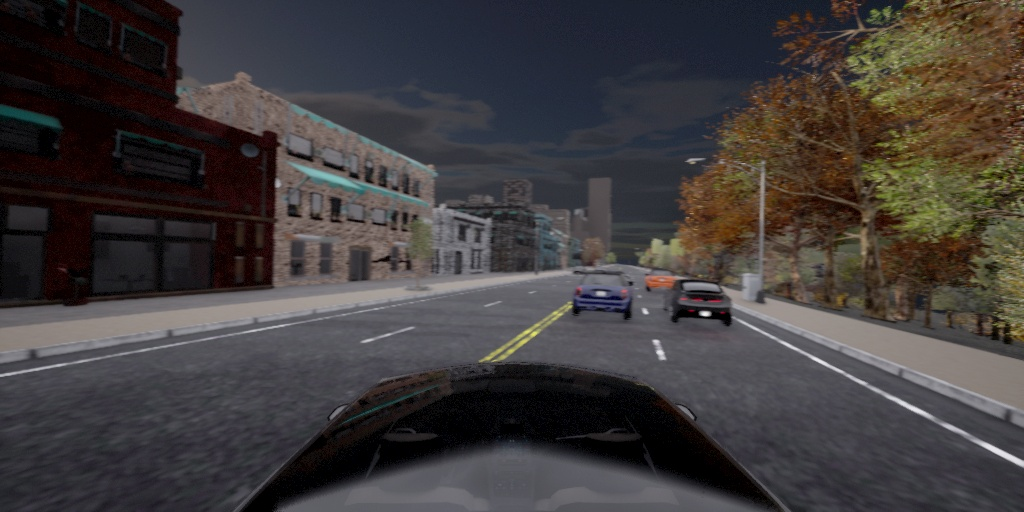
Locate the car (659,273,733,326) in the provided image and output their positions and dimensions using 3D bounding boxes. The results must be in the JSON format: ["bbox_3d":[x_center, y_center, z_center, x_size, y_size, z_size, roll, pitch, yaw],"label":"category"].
[{"bbox_3d":[6.916,1.623,13.701,1.837,1.490,4.892,1,0,18],"label":"car"}]

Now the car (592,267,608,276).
[{"bbox_3d":[14.239,2.479,57.932,2.033,1.411,5.357,1,-1,19],"label":"car"}]

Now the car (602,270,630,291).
[{"bbox_3d":[8.528,1.940,29.288,1.994,1.385,4.181,1,-1,18],"label":"car"}]

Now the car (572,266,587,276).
[{"bbox_3d":[11.140,2.357,58.926,1.837,1.490,4.892,1,-1,18],"label":"car"}]

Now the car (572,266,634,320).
[{"bbox_3d":[3.793,1.388,14.595,2.097,1.767,4.553,1,-1,18],"label":"car"}]

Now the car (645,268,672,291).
[{"bbox_3d":[11.482,1.795,27.862,2.097,1.767,4.553,1,-1,18],"label":"car"}]
